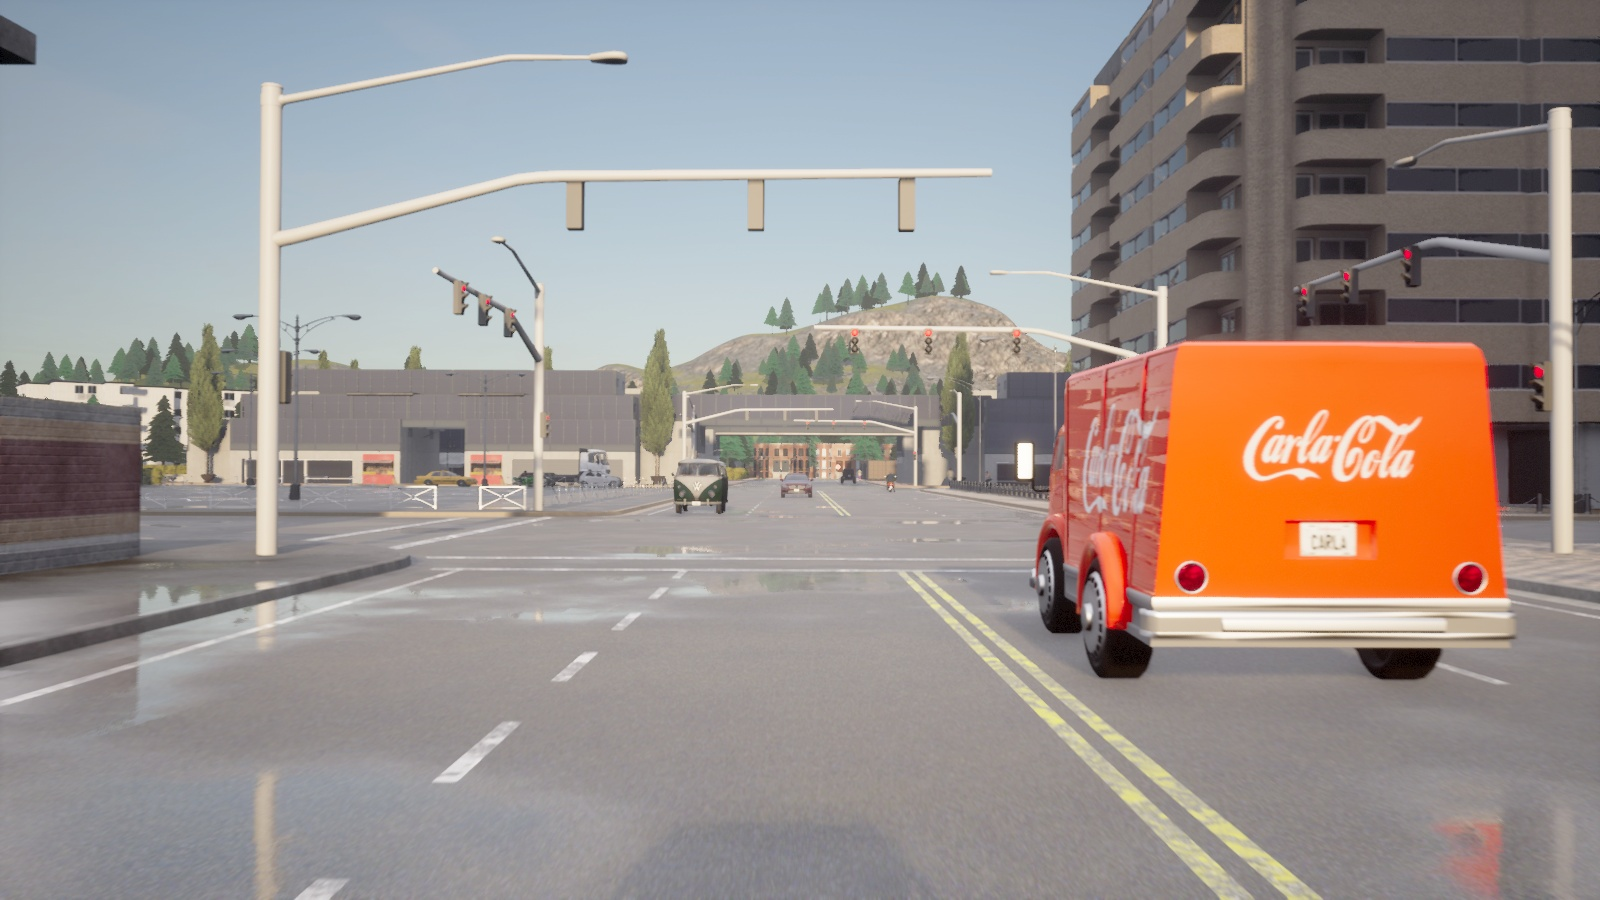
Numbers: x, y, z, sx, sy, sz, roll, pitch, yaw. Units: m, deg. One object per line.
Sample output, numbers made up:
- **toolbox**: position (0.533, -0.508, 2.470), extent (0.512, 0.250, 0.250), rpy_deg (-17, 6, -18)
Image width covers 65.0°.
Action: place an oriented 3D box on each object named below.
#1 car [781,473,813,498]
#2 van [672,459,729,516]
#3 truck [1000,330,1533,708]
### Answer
- **car**: position (-0.179, 2.080, 74.019), extent (1.812, 1.442, 4.674), rpy_deg (0, -1, 0)
- **van**: position (-3.613, 1.358, 46.279), extent (1.775, 1.987, 4.442), rpy_deg (0, -1, 0)
- **truck**: position (3.472, 0.495, 10.840), extent (2.627, 2.467, 5.204), rpy_deg (0, -1, 0)
